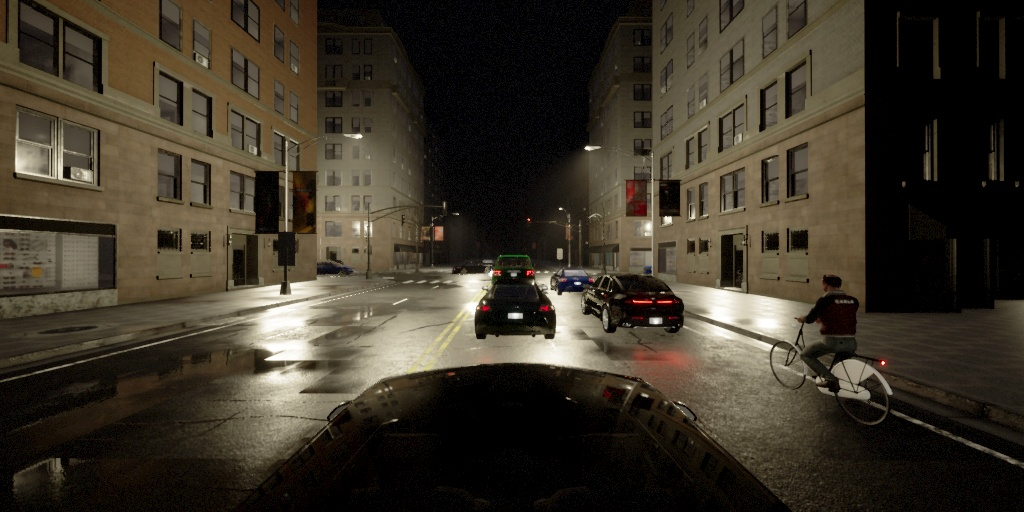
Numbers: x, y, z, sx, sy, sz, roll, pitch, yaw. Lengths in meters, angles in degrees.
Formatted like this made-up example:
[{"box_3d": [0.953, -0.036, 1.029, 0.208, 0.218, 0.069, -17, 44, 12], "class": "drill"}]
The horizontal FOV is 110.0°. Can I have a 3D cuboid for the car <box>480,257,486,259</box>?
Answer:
[{"box_3d": [-3.396, 1.259, 51.024, 2.128, 1.511, 4.902, 0, 0, 0], "class": "car"}]

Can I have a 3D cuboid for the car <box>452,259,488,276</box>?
[{"box_3d": [-4.305, 1.330, 38.210, 4.181, 1.385, 1.994, 0, 0, -35], "class": "car"}]

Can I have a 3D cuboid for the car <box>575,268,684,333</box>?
[{"box_3d": [3.336, 1.256, 10.726, 1.837, 1.490, 4.892, 0, 0, 0], "class": "car"}]

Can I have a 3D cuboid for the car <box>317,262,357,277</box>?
[{"box_3d": [-17.527, 1.263, 34.786, 4.674, 1.442, 1.812, 0, 0, 0], "class": "car"}]

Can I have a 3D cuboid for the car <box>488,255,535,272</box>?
[{"box_3d": [0.080, 0.975, 19.473, 2.150, 2.045, 5.566, 0, 0, 0], "class": "car"}]

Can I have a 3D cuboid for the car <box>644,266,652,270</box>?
[{"box_3d": [16.364, 1.291, 37.617, 5.008, 1.535, 1.882, 0, 0, 0], "class": "car"}]

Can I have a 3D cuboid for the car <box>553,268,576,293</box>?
[{"box_3d": [3.229, 1.318, 19.622, 1.994, 1.385, 4.181, 0, 0, 0], "class": "car"}]

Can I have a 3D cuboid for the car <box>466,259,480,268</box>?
[{"box_3d": [-6.641, 1.276, 61.290, 1.837, 1.490, 4.892, 0, 0, 0], "class": "car"}]

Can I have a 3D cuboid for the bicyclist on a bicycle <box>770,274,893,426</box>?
[{"box_3d": [4.140, 1.121, 4.848, 0.659, 1.776, 1.843, 0, 0, 0], "class": "bicyclist on a bicycle"}]

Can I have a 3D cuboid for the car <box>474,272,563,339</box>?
[{"box_3d": [0.087, 1.315, 10.060, 1.994, 1.385, 4.181, 0, 0, 0], "class": "car"}]
